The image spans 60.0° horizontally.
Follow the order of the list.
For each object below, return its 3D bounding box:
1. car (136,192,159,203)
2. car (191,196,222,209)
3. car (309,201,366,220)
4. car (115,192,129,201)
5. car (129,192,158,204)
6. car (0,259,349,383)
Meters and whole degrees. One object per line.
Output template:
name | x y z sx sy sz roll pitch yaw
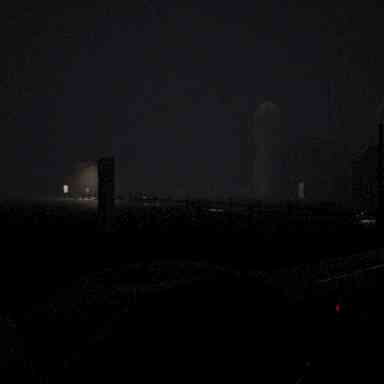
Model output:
car | -7.842 0.849 58.060 2.097 1.767 4.553 -1 1 -35
car | 1.635 1.239 40.003 1.812 1.442 4.674 -1 1 -36
car | 11.580 1.432 26.663 1.994 1.385 4.181 -1 1 -40
car | -13.623 0.752 66.004 2.097 1.767 4.553 -1 1 -36
car | -7.592 0.915 52.821 2.097 1.767 4.553 -1 1 -36
car | -0.468 1.547 3.612 5.357 1.411 2.033 0 0 -35
